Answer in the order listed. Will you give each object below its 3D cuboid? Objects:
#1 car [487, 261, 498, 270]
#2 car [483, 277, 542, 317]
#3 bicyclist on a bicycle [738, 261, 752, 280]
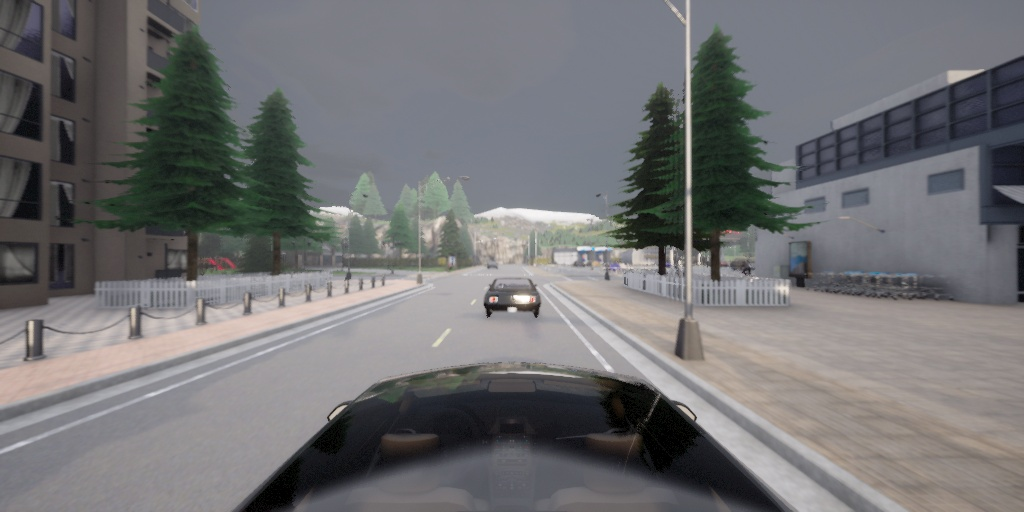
[{"bbox_3d":[-3.524,1.667,65.100,1.882,1.535,5.008,0,0,0],"label":"car"},{"bbox_3d":[0.032,1.433,13.599,1.895,1.301,4.718,0,0,1],"label":"car"},{"bbox_3d":[18.866,1.224,29.060,0.582,1.620,1.656,0,-1,1],"label":"bicyclist on a bicycle"}]
